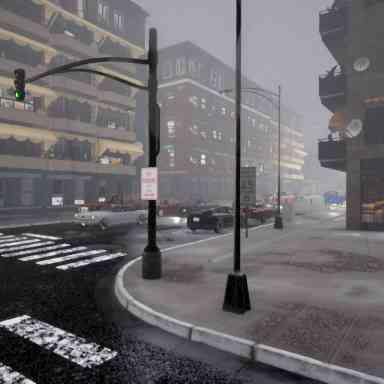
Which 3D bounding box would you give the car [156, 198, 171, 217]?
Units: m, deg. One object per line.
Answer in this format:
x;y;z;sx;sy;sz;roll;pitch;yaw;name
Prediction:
-2.217;1.180;27.370;1.887;1.381;4.507;2;2;35;car

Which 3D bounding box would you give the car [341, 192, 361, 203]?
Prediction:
23.844;0.763;49.853;1.887;1.381;4.507;2;2;35;car

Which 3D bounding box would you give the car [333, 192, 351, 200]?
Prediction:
25.883;0.695;57.272;1.895;1.301;4.718;1;1;35;car

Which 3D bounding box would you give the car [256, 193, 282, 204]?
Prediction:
10.603;0.880;45.594;1.947;1.339;4.313;2;2;35;car

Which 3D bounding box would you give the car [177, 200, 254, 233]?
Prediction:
1.409;1.348;17.961;1.947;1.339;4.313;2;2;35;car

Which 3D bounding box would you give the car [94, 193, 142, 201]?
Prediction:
-5.420;1.031;22.808;2.192;1.841;5.009;2;2;35;car

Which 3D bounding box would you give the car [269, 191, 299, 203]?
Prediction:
11.502;0.717;42.328;2.097;1.767;4.553;1;1;36;car

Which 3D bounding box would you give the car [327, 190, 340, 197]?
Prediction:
33.038;0.335;77.488;1.802;1.307;4.206;2;2;35;car

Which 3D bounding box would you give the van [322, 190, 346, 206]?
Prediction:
17.437;0.721;40.737;1.690;1.788;3.998;2;2;35;van

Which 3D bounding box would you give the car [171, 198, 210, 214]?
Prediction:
0.545;1.203;26.830;1.994;1.385;4.181;1;1;34;car

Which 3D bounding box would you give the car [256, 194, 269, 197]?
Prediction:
5.797;1.012;34.267;1.837;1.490;4.892;1;1;35;car

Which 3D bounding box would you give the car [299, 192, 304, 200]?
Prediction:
17.012;0.719;54.707;1.947;1.339;4.313;2;2;35;car

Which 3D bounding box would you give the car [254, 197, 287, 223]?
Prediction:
4.614;1.283;22.517;1.802;1.307;4.206;2;2;35;car

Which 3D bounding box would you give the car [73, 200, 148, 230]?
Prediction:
-4.549;1.368;19.565;1.895;1.301;4.718;1;1;35;car

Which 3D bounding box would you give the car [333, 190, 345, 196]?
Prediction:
36.243;0.255;82.044;1.802;1.307;4.206;2;2;35;car

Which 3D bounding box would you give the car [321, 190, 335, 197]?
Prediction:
29.833;0.378;72.931;1.887;1.381;4.507;2;2;35;car
